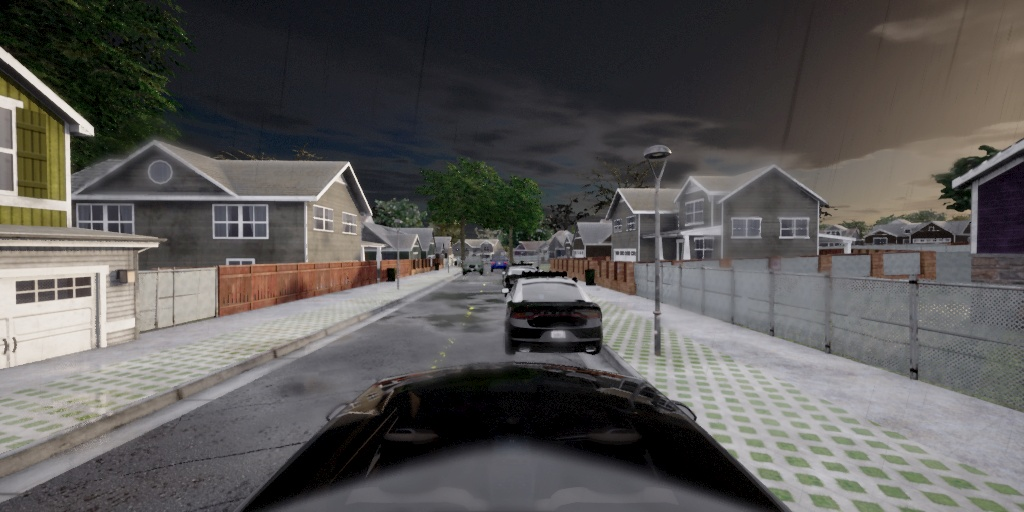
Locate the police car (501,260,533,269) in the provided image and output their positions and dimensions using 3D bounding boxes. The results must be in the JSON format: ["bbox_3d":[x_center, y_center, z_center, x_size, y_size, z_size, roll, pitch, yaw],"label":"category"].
[{"bbox_3d":[0.523,1.187,18.899,1.930,1.638,5.238,0,0,-2],"label":"police car"}]

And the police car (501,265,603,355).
[{"bbox_3d":[0.777,1.176,8.854,1.930,1.638,5.238,0,0,-1],"label":"police car"}]

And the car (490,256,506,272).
[{"bbox_3d":[-1.706,1.055,47.464,2.150,2.045,5.566,0,0,-3],"label":"car"}]

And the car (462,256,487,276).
[{"bbox_3d":[-4.169,1.037,38.831,2.150,2.045,5.566,0,0,-3],"label":"car"}]
